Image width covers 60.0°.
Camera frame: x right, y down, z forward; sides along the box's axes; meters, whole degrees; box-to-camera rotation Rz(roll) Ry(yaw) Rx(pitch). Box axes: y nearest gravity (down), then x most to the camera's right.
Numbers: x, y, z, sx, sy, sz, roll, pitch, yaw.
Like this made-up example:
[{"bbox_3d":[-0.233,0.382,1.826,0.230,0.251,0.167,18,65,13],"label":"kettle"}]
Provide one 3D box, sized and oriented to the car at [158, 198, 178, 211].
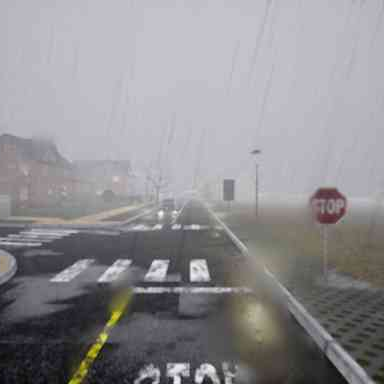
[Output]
[{"bbox_3d":[-2.719,1.463,38.527,1.837,1.490,4.892,0,2,0],"label":"car"}]
